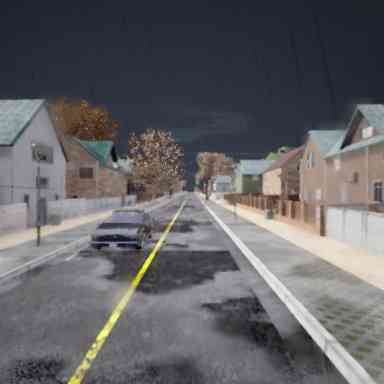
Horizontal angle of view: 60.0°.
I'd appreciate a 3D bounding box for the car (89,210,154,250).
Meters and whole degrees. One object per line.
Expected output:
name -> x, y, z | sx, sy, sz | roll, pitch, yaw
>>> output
car -> -2.745, 1.474, 14.248 | 2.033, 1.411, 5.357 | 0, 0, 0
